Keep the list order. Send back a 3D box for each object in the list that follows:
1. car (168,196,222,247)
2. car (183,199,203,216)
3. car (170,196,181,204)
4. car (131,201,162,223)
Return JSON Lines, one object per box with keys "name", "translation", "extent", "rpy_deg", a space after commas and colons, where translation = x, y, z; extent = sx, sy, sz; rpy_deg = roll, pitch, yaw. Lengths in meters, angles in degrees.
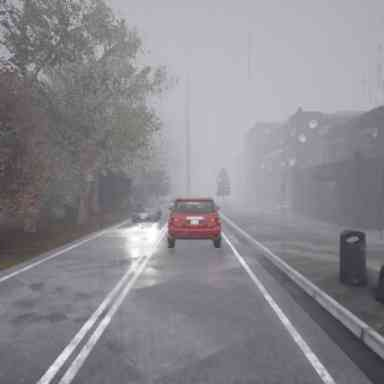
{"name": "car", "translation": [0.100, 1.218, 15.155], "extent": [2.150, 2.045, 5.566], "rpy_deg": [0, 0, 0]}
{"name": "car", "translation": [0.099, 1.508, 33.109], "extent": [1.812, 1.442, 4.674], "rpy_deg": [0, 0, 0]}
{"name": "car", "translation": [-3.289, 1.556, 66.344], "extent": [1.994, 1.385, 4.181], "rpy_deg": [0, 0, 0]}
{"name": "car", "translation": [-3.348, 1.481, 25.266], "extent": [2.128, 1.511, 4.902], "rpy_deg": [0, 0, 0]}
